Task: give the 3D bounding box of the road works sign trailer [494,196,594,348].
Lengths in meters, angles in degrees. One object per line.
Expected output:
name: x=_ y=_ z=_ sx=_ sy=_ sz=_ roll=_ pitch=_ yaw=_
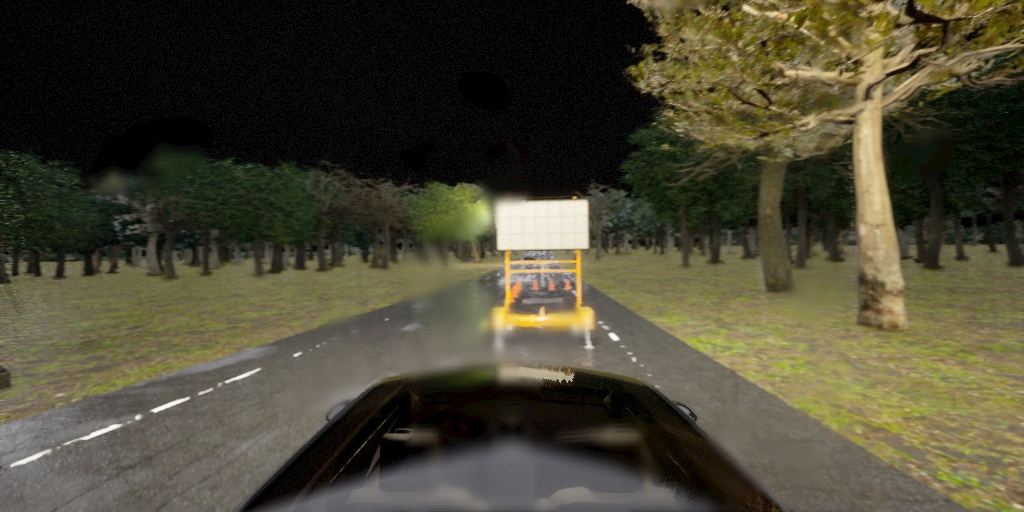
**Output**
road works sign trailer: x=0.830 y=0.268 z=9.388 sx=2.380 sy=3.560 sz=2.880 roll=0 pitch=0 yaw=5
